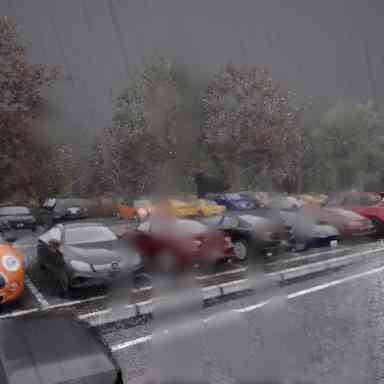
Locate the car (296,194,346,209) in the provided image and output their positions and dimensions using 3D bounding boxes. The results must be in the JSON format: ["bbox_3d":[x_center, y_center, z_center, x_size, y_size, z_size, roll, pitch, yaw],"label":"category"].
[{"bbox_3d":[14.500,1.001,37.621,2.231,1.521,4.892,-1,1,-35],"label":"car"}]

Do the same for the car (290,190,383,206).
[{"bbox_3d":[8.338,1.078,17.360,2.435,2.045,5.566,-1,1,-35],"label":"car"}]

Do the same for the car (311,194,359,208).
[{"bbox_3d":[16.767,0.974,39.235,2.163,1.488,4.792,-1,1,-35],"label":"car"}]

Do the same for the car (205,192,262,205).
[{"bbox_3d":[3.114,1.020,29.601,2.435,2.045,5.566,-1,1,-35],"label":"car"}]

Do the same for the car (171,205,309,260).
[{"bbox_3d":[1.519,1.474,12.542,2.097,1.535,5.008,-1,1,-35],"label":"car"}]

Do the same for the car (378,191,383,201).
[{"bbox_3d":[30.464,0.603,48.802,2.097,1.535,5.008,-1,1,-35],"label":"car"}]

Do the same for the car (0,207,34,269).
[{"bbox_3d":[-5.354,1.424,7.771,2.185,1.767,4.553,0,0,-35],"label":"car"}]

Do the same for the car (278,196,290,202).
[{"bbox_3d":[9.942,1.150,34.422,2.002,1.452,4.674,-1,1,-35],"label":"car"}]

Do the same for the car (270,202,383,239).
[{"bbox_3d":[6.081,1.423,15.742,2.002,1.452,4.674,-1,1,-35],"label":"car"}]

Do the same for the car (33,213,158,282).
[{"bbox_3d":[-3.054,1.573,9.348,2.002,1.452,4.674,-1,0,-35],"label":"car"}]

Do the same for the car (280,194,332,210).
[{"bbox_3d":[12.220,1.055,36.022,2.097,1.535,5.008,-1,1,-35],"label":"car"}]

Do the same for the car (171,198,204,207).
[{"bbox_3d":[-1.558,1.382,26.357,2.097,1.535,5.008,-1,1,-35],"label":"car"}]

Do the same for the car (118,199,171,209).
[{"bbox_3d":[-3.861,1.305,24.787,2.185,1.767,4.553,-1,1,-35],"label":"car"}]

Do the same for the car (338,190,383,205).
[{"bbox_3d":[21.361,0.707,42.381,2.185,1.767,4.553,-1,1,-35],"label":"car"}]

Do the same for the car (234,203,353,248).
[{"bbox_3d":[3.815,1.462,14.122,2.163,1.488,4.792,-1,1,-35],"label":"car"}]

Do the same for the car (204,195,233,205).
[{"bbox_3d":[0.714,1.322,28.181,1.946,1.575,5.366,-1,1,-35],"label":"car"}]

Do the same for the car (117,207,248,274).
[{"bbox_3d":[-0.765,1.507,10.941,2.097,1.535,5.008,-1,0,-35],"label":"car"}]

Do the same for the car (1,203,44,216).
[{"bbox_3d":[-10.700,1.529,19.965,2.097,1.535,5.008,0,0,-35],"label":"car"}]

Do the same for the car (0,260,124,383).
[{"bbox_3d":[-2.929,1.553,1.594,5.357,1.411,2.033,0,0,-36],"label":"car"}]

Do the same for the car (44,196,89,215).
[{"bbox_3d":[-8.431,1.253,21.582,2.435,2.045,5.566,-1,0,-35],"label":"car"}]

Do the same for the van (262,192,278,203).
[{"bbox_3d":[5.445,0.992,31.127,1.878,1.987,4.442,-1,1,-35],"label":"van"}]
